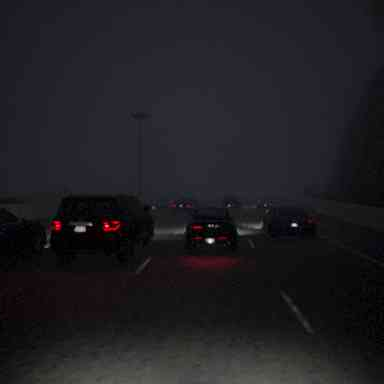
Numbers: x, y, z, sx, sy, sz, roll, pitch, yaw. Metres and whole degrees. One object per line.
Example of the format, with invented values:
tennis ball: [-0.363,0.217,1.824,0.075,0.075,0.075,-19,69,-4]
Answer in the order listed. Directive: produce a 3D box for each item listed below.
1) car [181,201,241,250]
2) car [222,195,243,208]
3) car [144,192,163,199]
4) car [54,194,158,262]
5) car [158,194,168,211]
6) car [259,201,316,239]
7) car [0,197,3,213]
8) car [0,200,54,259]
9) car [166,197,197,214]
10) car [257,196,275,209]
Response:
car: [0.831,1.344,13.583,1.837,1.490,4.892,0,1,5]
car: [4.225,1.091,35.292,1.837,1.490,4.892,0,1,12]
car: [-7.808,0.785,67.975,1.895,1.301,4.718,0,1,22]
car: [-2.854,1.077,11.765,2.150,2.045,5.566,0,1,4]
car: [-3.220,1.194,34.045,1.895,1.301,4.718,0,1,12]
car: [4.622,1.375,16.292,1.994,1.385,4.181,0,1,6]
car: [-18.625,1.206,28.550,1.994,1.385,4.181,0,1,9]
car: [-6.431,1.222,10.214,2.097,1.767,4.553,0,1,4]
car: [-0.447,1.191,30.071,2.033,1.411,5.357,0,1,11]
car: [7.984,1.107,36.027,1.812,1.442,4.674,0,1,13]
